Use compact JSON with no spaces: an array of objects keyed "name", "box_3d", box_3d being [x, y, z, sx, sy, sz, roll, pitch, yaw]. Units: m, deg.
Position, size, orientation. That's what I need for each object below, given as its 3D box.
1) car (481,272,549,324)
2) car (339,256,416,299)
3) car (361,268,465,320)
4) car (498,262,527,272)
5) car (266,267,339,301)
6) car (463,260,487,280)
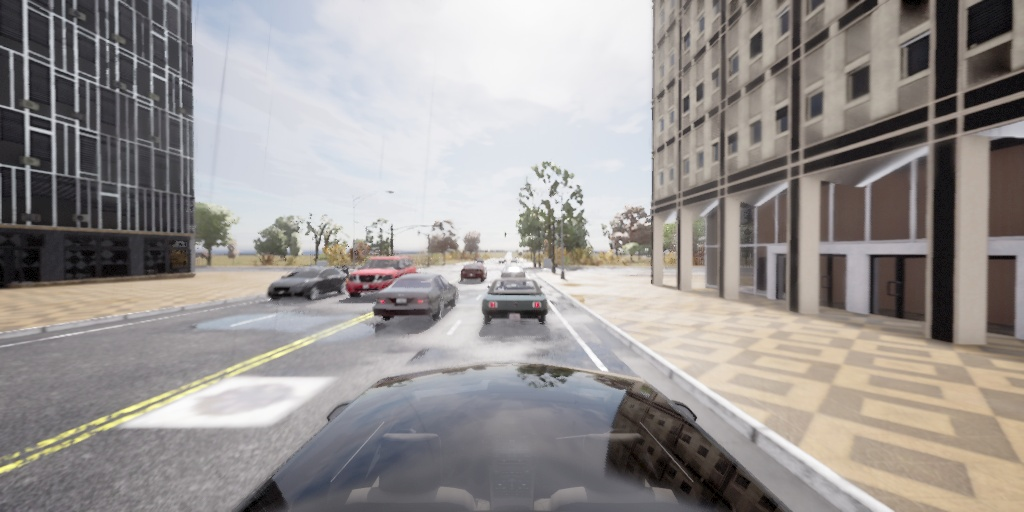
[{"name":"car","box_3d":[0.090,1.387,12.120,1.895,1.301,4.718,0,0,0]},{"name":"car","box_3d":[-6.601,1.028,18.953,2.150,2.045,5.566,0,0,0]},{"name":"car","box_3d":[-3.155,1.335,12.748,2.033,1.411,5.357,0,0,0]},{"name":"car","box_3d":[0.089,1.375,26.224,2.033,1.411,5.357,0,0,0]},{"name":"car","box_3d":[-9.850,1.308,17.728,1.837,1.490,4.892,0,0,0]},{"name":"car","box_3d":[-3.160,1.316,30.239,1.882,1.535,5.008,0,0,0]}]
